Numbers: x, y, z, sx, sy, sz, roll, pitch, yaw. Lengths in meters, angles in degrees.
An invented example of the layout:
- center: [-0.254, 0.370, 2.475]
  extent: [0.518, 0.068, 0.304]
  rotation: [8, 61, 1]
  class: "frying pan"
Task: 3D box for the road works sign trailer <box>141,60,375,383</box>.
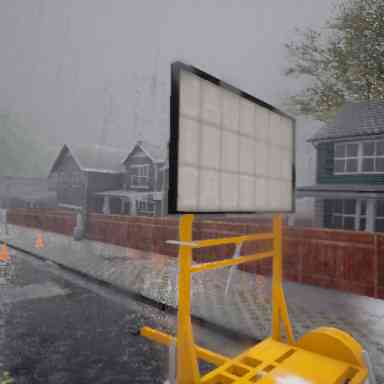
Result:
- center: [0.413, 0.643, 3.831]
  extent: [2.880, 3.560, 2.380]
  rotation: [-1, -3, 41]
  class: "road works sign trailer"
